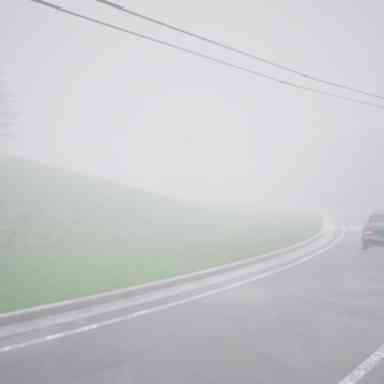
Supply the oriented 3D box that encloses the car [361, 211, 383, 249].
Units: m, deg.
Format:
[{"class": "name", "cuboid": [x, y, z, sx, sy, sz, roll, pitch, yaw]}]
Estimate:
[{"class": "car", "cuboid": [8.035, 1.469, 13.516, 2.033, 1.411, 5.357, 0, 0, 32]}]
